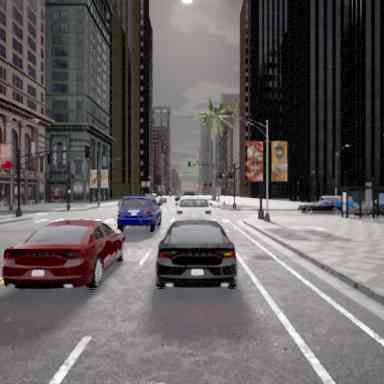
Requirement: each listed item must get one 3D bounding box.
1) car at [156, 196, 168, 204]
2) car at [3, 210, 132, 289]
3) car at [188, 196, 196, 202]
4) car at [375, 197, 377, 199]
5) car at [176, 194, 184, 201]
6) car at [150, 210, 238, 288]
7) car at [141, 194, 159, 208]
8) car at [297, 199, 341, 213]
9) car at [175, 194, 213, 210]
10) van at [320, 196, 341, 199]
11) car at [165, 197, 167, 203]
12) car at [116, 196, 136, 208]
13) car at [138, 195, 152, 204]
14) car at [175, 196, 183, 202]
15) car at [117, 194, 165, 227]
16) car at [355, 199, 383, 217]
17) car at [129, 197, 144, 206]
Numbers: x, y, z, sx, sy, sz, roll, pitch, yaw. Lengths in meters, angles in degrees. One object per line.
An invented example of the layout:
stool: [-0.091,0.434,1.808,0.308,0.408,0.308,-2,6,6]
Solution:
car: [-6.483,1.725,72.617,2.128,1.511,4.902,0,0,0]
car: [-3.149,1.503,9.254,1.882,1.535,5.008,0,0,0]
car: [0.020,1.729,83.103,1.837,1.490,4.892,0,0,0]
car: [24.012,1.298,36.987,5.566,2.045,2.150,0,0,0]
car: [-3.227,1.441,91.901,2.097,1.767,4.553,0,0,0]
car: [0.100,1.503,9.353,1.882,1.535,5.008,0,0,0]
car: [-6.579,1.365,52.452,2.150,2.045,5.566,0,0,0]
car: [14.254,1.684,36.990,4.718,1.301,1.895,0,0,0]
car: [0.128,1.281,20.859,2.150,2.045,5.566,0,0,0]
van: [17.076,1.422,39.652,3.998,1.788,1.690,0,0,0]
car: [-6.545,1.663,62.495,2.128,1.511,4.902,0,0,1]
car: [-9.862,1.489,50.250,2.097,1.767,4.553,0,0,1]
car: [-9.734,1.545,69.157,2.097,1.767,4.553,0,0,0]
car: [-3.230,1.716,81.511,1.837,1.490,4.892,0,0,0]
car: [-3.179,1.281,20.908,2.150,2.045,5.566,0,0,0]
car: [17.078,1.633,31.127,4.403,1.369,2.008,0,0,0]
car: [-9.816,1.687,58.943,1.812,1.442,4.674,0,0,0]
